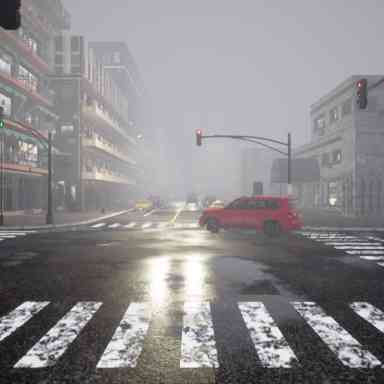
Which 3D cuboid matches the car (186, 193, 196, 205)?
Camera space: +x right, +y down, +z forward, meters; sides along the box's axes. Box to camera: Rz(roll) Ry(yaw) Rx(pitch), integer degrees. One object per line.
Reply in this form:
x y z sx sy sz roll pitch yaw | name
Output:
-0.004 1.400 60.607 2.097 1.767 4.553 0 0 0 | car

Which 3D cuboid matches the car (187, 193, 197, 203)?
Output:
-0.004 1.179 70.670 2.150 2.045 5.566 0 0 0 | car

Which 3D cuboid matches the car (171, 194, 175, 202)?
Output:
-5.693 1.624 78.144 1.887 1.381 4.507 0 0 0 | car

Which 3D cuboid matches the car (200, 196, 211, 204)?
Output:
2.688 1.609 67.066 2.008 1.369 4.403 0 0 0 | car

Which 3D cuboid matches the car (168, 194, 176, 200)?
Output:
-5.694 1.430 94.762 2.192 1.841 5.009 0 0 0 | car

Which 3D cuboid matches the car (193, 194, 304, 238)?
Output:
3.145 1.254 18.009 5.566 2.045 2.150 0 1 31 | car

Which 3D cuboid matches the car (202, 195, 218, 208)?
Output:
2.690 1.349 50.449 2.192 1.841 5.009 0 0 0 | car

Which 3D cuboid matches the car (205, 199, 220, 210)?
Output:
2.690 1.609 44.909 1.802 1.307 4.206 0 0 0 | car

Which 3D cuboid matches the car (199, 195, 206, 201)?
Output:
2.687 1.628 89.393 1.752 1.417 4.829 0 0 0 | car

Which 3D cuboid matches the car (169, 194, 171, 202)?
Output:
-5.692 1.584 66.895 1.752 1.417 4.829 0 0 0 | car

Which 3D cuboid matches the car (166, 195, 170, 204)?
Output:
-5.692 1.600 61.526 2.008 1.369 4.403 0 0 0 | car

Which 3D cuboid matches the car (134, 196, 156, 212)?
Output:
-5.691 1.547 39.199 1.752 1.417 4.829 0 0 0 | car

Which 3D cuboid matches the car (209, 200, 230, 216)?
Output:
2.691 1.543 34.001 1.752 1.417 4.829 0 0 0 | car

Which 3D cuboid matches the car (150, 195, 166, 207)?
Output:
-5.690 1.349 50.448 2.192 1.841 5.009 0 0 0 | car

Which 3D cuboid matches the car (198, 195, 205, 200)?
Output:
2.686 1.665 94.762 2.008 1.369 4.403 0 0 0 | car
